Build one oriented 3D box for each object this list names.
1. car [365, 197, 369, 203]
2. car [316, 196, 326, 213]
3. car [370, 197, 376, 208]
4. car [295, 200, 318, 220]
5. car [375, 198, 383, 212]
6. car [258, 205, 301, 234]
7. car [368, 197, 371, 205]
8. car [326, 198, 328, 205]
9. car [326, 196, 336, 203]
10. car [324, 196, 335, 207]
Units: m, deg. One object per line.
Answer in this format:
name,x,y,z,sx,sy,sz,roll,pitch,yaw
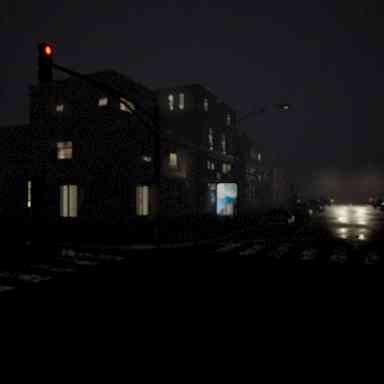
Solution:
car,36.418,1.924,66.688,1.802,1.307,4.206,0,0,25
car,14.702,1.660,40.318,1.967,1.590,4.097,0,0,25
car,29.347,1.699,51.709,1.967,1.590,4.097,0,0,25
car,9.987,1.718,30.330,2.008,1.369,4.403,0,0,25
car,24.632,1.756,41.722,2.008,1.369,4.403,0,0,25
car,5.273,1.697,20.344,1.802,1.307,4.206,0,0,25
car,31.704,1.838,56.702,2.008,1.369,4.403,0,0,25
car,16.987,1.771,45.158,1.752,1.417,4.829,0,0,25
car,33.561,1.881,80.266,1.967,1.590,4.097,0,0,25
car,24.132,1.643,60.294,2.192,1.841,5.009,0,0,25
